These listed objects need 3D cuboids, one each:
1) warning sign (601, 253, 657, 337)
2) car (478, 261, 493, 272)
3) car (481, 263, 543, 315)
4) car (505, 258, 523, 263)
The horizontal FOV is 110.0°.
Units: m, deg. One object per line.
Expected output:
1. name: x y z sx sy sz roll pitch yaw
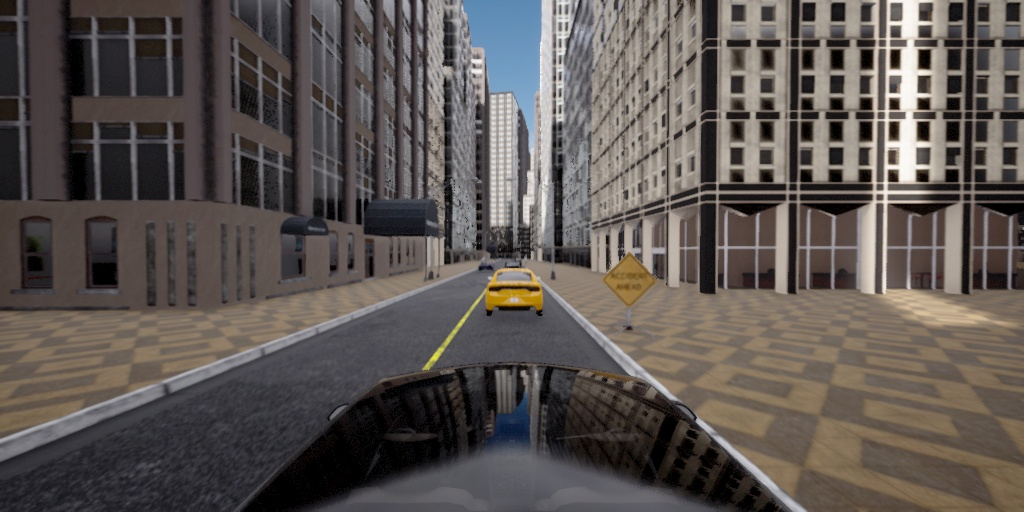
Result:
1. warning sign: 2.718 0.848 8.415 1.300 1.860 1.060 0 0 0
2. car: -3.090 1.267 43.708 1.895 1.301 4.718 0 0 0
3. car: 0.081 1.198 13.520 1.882 1.535 5.008 0 0 0
4. car: 0.089 1.193 30.119 1.837 1.490 4.892 0 0 0
